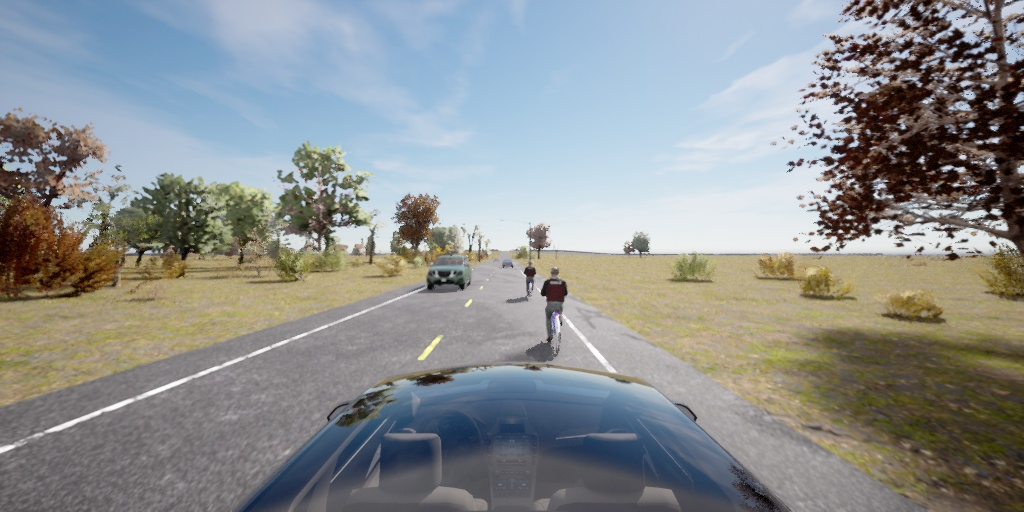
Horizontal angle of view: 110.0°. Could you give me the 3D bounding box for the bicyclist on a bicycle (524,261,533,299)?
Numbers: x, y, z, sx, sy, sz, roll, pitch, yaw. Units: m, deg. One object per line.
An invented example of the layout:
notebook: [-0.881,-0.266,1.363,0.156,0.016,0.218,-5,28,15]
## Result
bicyclist on a bicycle: [0.852,1.119,17.034,0.659,1.776,1.843,0,0,-1]

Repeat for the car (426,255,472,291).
car: [-3.779,0.970,22.444,2.150,2.045,5.566,0,0,-1]

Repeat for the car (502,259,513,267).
car: [-0.719,1.282,63.437,2.033,1.411,5.357,0,0,-1]

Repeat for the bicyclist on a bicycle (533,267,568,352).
bicyclist on a bicycle: [0.933,1.120,8.024,0.659,1.776,1.843,0,0,0]
